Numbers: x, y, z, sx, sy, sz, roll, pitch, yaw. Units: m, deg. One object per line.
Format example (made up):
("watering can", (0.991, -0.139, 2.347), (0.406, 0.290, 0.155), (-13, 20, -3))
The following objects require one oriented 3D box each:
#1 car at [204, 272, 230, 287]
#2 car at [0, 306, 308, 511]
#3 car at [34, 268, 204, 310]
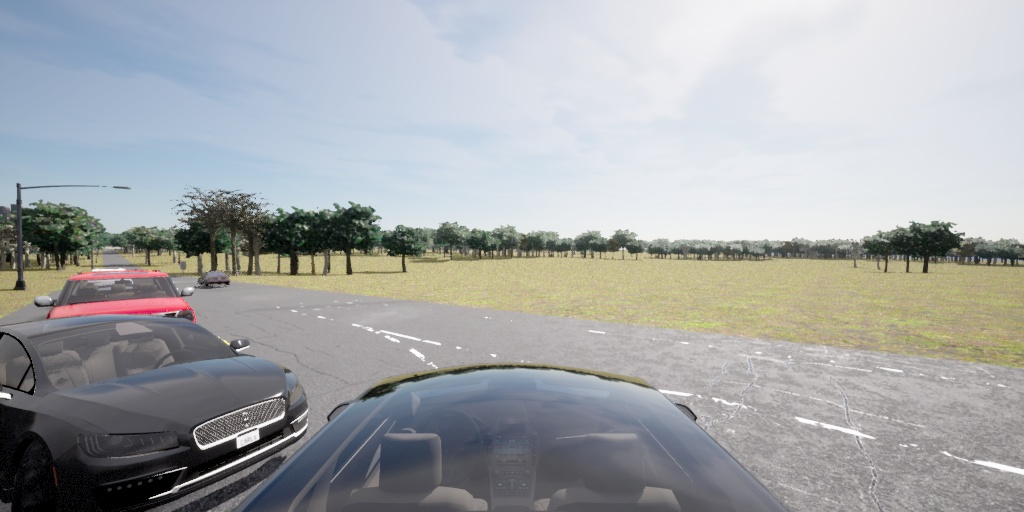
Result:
("car", (-29.636, 2.283, 35.639), (5.357, 1.411, 2.033), (-2, 0, 41))
("car", (-4.540, 1.445, 3.996), (4.892, 1.490, 1.837), (-3, -3, 21))
("car", (-9.426, 1.384, 8.668), (5.566, 2.045, 2.150), (-2, 0, 41))
